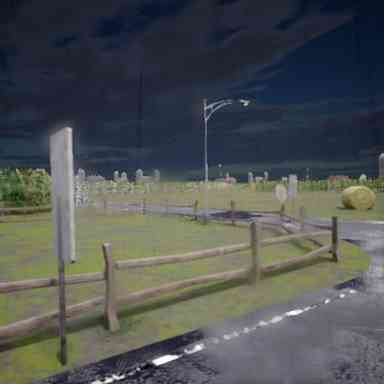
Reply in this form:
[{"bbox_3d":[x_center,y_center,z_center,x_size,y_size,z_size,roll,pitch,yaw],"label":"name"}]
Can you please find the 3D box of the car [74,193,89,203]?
[{"bbox_3d":[-17.289,0.886,51.005,1.837,1.490,4.892,-2,2,-36],"label":"car"}]
